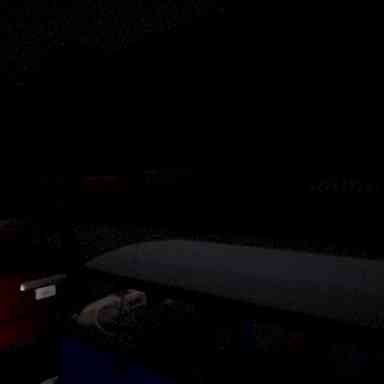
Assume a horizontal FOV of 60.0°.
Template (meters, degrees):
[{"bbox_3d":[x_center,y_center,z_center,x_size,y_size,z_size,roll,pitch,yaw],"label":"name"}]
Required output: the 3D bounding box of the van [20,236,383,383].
[{"bbox_3d":[0.710,1.341,2.300,3.998,1.788,1.690,0,0,36],"label":"van"}]

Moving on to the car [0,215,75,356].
[{"bbox_3d":[-3.746,1.318,5.479,5.009,1.841,2.192,0,0,35],"label":"car"}]
